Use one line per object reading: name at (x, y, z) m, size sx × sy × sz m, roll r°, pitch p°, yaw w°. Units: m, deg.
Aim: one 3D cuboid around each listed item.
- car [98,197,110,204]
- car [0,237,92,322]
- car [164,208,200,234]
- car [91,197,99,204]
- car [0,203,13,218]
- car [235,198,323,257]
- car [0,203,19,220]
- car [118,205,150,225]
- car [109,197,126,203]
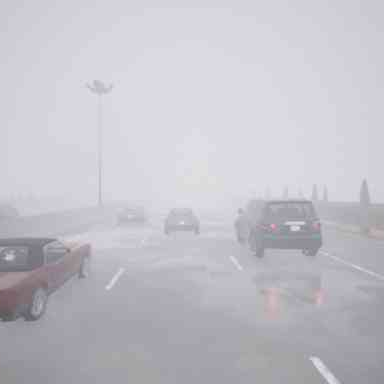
car at (-16.521, 1.784, 66.285) m, size 2.033 × 1.411 × 5.357 m, roll 0°, pitch 0°, yaw -2°
car at (-3.645, 1.636, 7.227) m, size 1.895 × 1.301 × 4.718 m, roll 0°, pitch 0°, yaw -2°
car at (-0.604, 1.618, 19.777) m, size 1.994 × 1.385 × 4.181 m, roll 0°, pitch 0°, yaw -2°
car at (-20.232, 1.795, 71.649) m, size 1.812 × 1.442 × 4.674 m, roll 0°, pitch 0°, yaw -2°
car at (-18.739, 1.764, 30.879) m, size 1.895 × 1.301 × 4.718 m, roll 0°, pitch 0°, yaw -2°
car at (3.152, 1.241, 13.135) m, size 2.150 × 2.045 × 5.566 m, roll 0°, pitch 0°, yaw -2°
car at (-11.211, 1.586, 17.359) m, size 2.128 × 1.511 × 4.902 m, roll 0°, pitch 0°, yaw -2°
car at (-4.304, 1.647, 24.954) m, size 1.994 × 1.385 × 4.181 m, roll 0°, pitch 0°, yaw -2°
car at (-12.761, 1.809, 59.044) m, size 1.895 × 1.301 × 4.718 m, roll 0°, pitch 0°, yaw -2°
